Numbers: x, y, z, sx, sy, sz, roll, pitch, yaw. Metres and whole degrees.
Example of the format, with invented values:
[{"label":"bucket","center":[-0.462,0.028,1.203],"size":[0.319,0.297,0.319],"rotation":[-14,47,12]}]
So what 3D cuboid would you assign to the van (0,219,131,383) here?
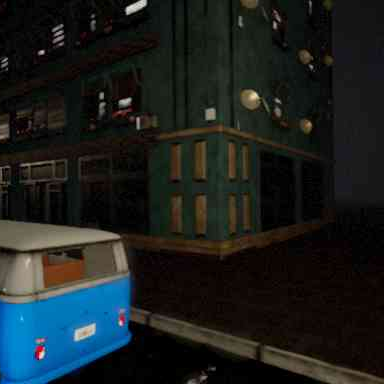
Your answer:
[{"label":"van","center":[-2.705,1.339,4.823],"size":[3.998,1.788,1.690],"rotation":[0,-1,36]}]
